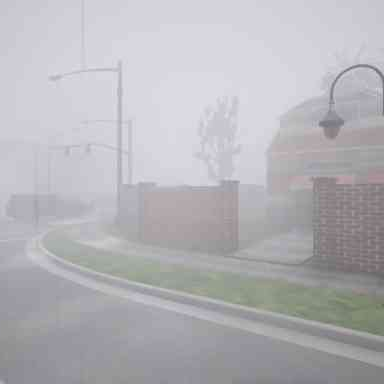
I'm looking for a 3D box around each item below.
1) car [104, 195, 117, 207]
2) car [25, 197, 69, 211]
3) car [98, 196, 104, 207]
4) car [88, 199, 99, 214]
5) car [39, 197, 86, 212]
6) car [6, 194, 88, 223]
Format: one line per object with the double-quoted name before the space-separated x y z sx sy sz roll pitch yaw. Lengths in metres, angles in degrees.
"car" -9.369 1.285 46.006 1.812 1.442 4.674 0 1 37
"car" -17.679 1.397 40.809 1.812 1.442 4.674 0 1 37
"car" -12.279 1.268 47.955 1.837 1.490 4.892 0 1 37
"car" -11.548 1.511 31.168 1.895 1.301 4.718 0 1 37
"car" -14.949 1.373 38.621 1.837 1.490 4.892 0 1 36
"car" -11.255 1.165 25.732 2.150 2.045 5.566 0 0 37
